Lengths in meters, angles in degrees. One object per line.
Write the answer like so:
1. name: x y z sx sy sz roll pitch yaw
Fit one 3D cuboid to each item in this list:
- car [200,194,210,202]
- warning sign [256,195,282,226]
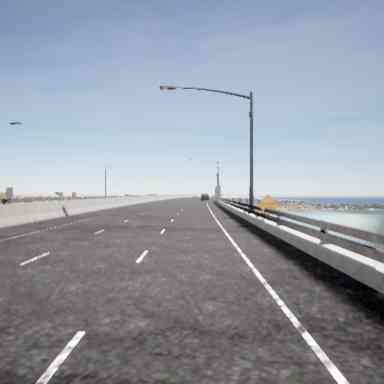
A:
1. car: 3.093 1.444 79.856 2.150 2.045 5.566 0 0 3
2. warning sign: 4.659 1.101 20.290 1.300 1.860 1.060 -1 -1 1
